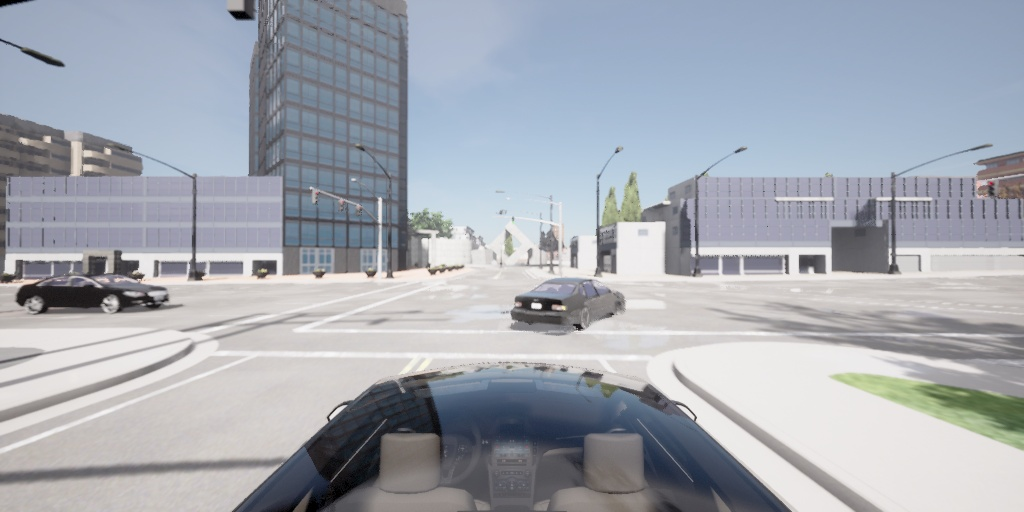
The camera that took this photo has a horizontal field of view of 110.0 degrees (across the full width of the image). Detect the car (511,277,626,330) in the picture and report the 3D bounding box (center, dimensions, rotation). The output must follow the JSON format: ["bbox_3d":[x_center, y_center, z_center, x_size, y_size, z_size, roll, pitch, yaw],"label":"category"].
[{"bbox_3d":[2.067,1.395,11.666,2.033,1.411,5.357,-1,-1,34],"label":"car"}]

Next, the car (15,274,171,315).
[{"bbox_3d":[-16.682,1.468,14.453,4.902,1.511,2.128,-1,-1,0],"label":"car"}]
